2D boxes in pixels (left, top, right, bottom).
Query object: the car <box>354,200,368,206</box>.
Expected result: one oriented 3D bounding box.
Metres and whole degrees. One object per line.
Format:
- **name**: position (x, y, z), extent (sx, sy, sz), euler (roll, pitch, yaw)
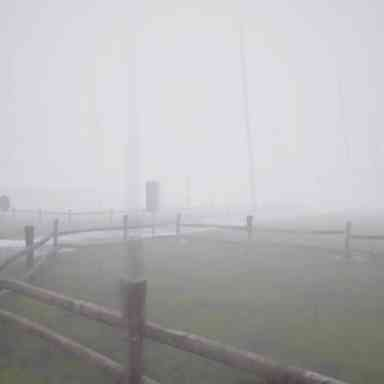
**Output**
- **car**: position (42.636, 2.874, 84.889), extent (2.128, 1.511, 4.902), euler (-1, -2, 35)
